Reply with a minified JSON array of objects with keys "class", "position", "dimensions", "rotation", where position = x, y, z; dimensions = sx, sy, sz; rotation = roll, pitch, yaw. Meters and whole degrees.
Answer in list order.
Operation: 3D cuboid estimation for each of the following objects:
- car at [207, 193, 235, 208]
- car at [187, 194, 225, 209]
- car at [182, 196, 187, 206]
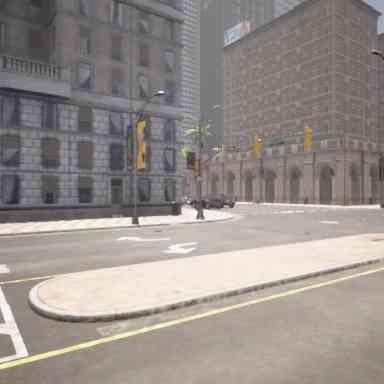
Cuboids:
[{"class":"car","position":[3.785,1.220,47.893],"dimensions":[2.150,2.045,5.566],"rotation":[0,0,-35]},{"class":"car","position":[1.812,1.476,44.620],"dimensions":[1.882,1.535,5.008],"rotation":[0,0,-35]},{"class":"car","position":[-1.850,1.490,56.201],"dimensions":[2.128,1.511,4.902],"rotation":[0,0,-34]}]
